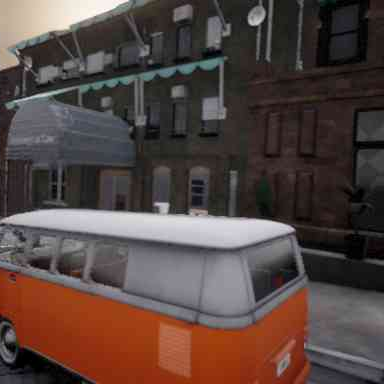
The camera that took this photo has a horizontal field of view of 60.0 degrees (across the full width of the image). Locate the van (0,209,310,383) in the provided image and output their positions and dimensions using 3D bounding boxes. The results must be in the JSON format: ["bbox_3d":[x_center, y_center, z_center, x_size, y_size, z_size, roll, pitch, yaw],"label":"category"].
[{"bbox_3d":[-0.956,1.250,4.213,4.442,1.987,1.878,0,0,35],"label":"van"}]
